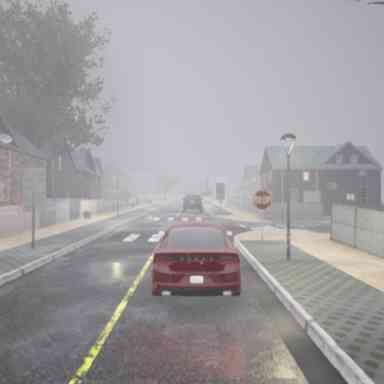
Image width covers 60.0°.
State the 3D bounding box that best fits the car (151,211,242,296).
[{"bbox_3d":[0.091,1.479,8.667,1.882,1.535,5.008,0,0,0],"label":"car"}]

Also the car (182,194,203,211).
[{"bbox_3d":[0.068,1.251,37.938,2.150,2.045,5.566,0,0,0],"label":"car"}]
